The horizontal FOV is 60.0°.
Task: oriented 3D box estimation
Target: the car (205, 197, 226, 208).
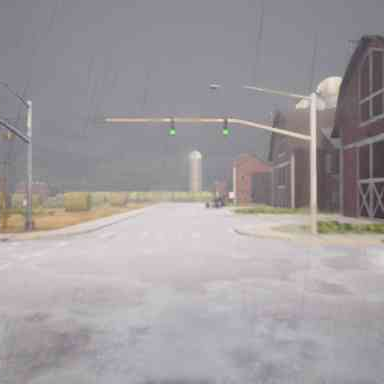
[{"bbox_3d":[4.177,1.842,59.519,1.905,1.878,3.866,-7,2,-42],"label":"car"}]
